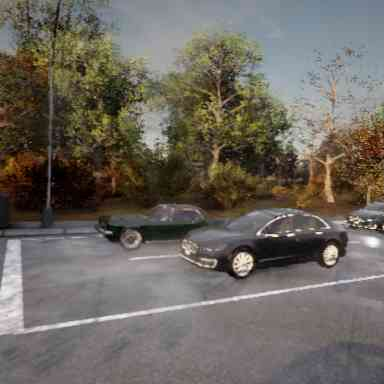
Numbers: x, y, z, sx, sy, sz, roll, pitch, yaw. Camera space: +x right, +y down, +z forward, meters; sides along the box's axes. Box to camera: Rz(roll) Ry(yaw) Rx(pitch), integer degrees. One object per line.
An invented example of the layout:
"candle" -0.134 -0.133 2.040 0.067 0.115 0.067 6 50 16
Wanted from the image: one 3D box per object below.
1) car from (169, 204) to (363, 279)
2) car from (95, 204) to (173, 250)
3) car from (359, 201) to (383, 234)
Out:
"car" 2.064 1.220 8.979 4.892 1.490 1.837 1 3 -28
"car" -0.831 1.092 11.431 4.718 1.301 1.895 1 3 -27
"car" 10.061 1.242 17.093 4.892 1.490 1.837 1 3 -28
